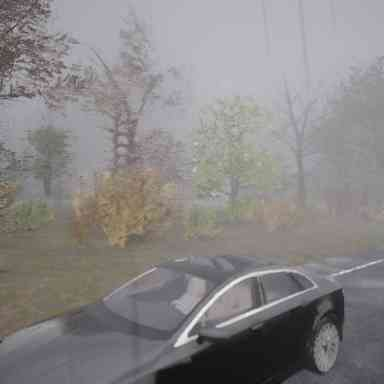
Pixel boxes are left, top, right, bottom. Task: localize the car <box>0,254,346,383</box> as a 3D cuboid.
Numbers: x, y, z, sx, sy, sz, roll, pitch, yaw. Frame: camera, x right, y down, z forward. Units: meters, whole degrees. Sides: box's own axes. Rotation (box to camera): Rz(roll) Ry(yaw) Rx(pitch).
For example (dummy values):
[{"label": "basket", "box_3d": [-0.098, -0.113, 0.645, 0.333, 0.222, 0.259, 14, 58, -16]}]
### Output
[{"label": "car", "box_3d": [0.120, 1.613, 4.089, 4.902, 1.511, 2.128, 1, -2, -41]}]
